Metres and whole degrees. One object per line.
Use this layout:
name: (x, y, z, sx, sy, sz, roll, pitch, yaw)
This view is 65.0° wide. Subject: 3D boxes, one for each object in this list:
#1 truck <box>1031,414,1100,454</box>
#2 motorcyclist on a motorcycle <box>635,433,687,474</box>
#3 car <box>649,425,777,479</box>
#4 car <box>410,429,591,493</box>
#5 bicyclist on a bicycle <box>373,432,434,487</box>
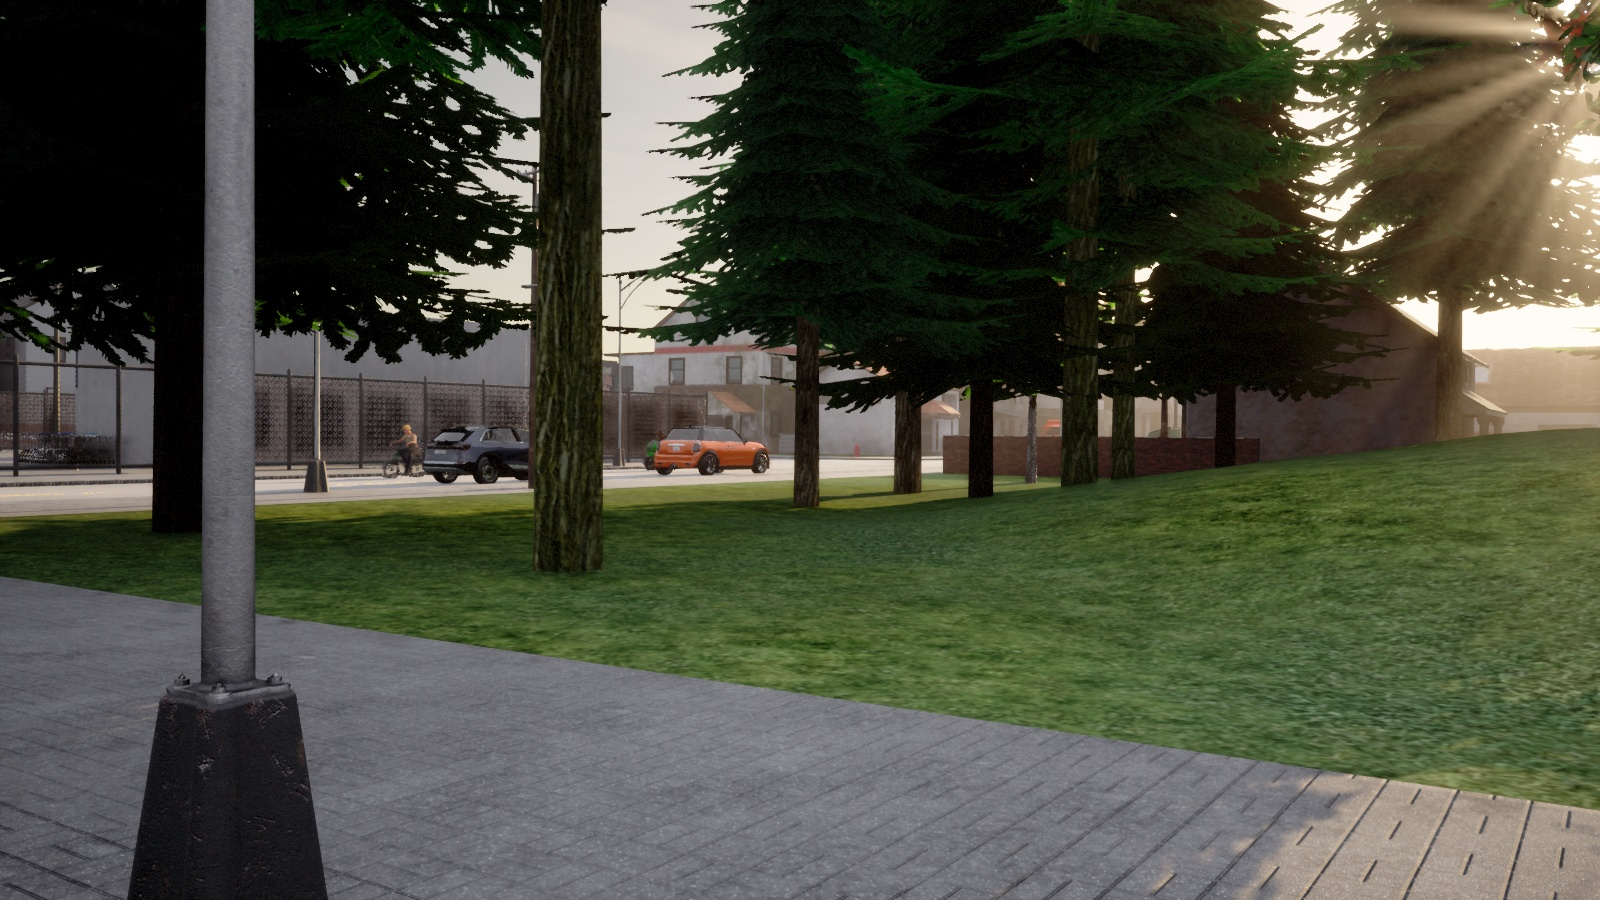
truck: (17.161, -1.016, 80.939, 2.627, 2.467, 5.204, 0, 1, 33)
motorcyclist on a motorcycle: (-5.204, 0.116, 47.207, 0.797, 1.523, 2.044, 0, 1, 34)
car: (-2.931, 0.024, 43.387, 2.097, 1.767, 4.553, 0, 1, 33)
car: (-8.315, 0.255, 35.293, 2.033, 1.649, 4.856, 0, 1, 34)
bicyclist on a bicycle: (-11.774, 0.265, 37.324, 0.866, 1.612, 1.509, 0, 1, 33)
